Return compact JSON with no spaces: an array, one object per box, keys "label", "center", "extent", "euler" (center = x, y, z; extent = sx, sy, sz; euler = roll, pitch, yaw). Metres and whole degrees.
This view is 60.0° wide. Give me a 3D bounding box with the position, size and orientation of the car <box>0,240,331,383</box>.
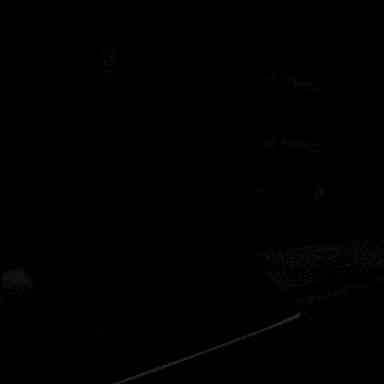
[{"label":"car","center":[-0.985,1.358,2.555],"extent":[4.553,1.767,2.097],"euler":[1,0,-36]}]
